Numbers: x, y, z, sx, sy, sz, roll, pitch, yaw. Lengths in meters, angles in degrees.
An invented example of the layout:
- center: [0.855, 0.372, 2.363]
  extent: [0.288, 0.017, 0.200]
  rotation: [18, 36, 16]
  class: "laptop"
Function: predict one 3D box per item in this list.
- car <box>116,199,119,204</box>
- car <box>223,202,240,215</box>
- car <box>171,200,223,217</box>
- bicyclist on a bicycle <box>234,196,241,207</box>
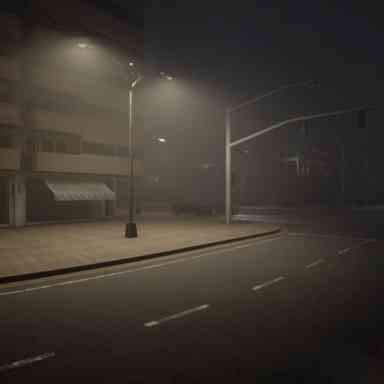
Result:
- center: [-15.272, 1.603, 59.228]
  extent: [5.357, 1.411, 2.033]
  rotation: [0, 0, 41]
  class: "car"
- center: [2.803, 1.619, 34.301]
  extent: [4.181, 1.385, 1.994]
  rotation: [0, 0, 41]
  class: "car"
- center: [0.143, 1.547, 31.972]
  extent: [4.902, 1.511, 2.128]
  rotation: [0, 0, 41]
  class: "car"
- center: [6.415, 1.356, 46.991]
  extent: [0.582, 1.620, 1.656]
  rotation: [0, 0, 41]
  class: "bicyclist on a bicycle"
